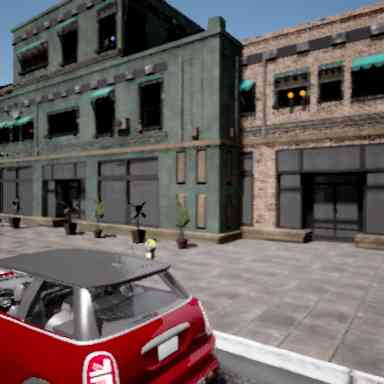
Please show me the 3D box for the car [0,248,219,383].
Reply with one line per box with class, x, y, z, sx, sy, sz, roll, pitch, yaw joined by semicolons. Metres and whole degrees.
car;-1.801;1.442;4.144;4.097;1.590;1.967;0;1;35
